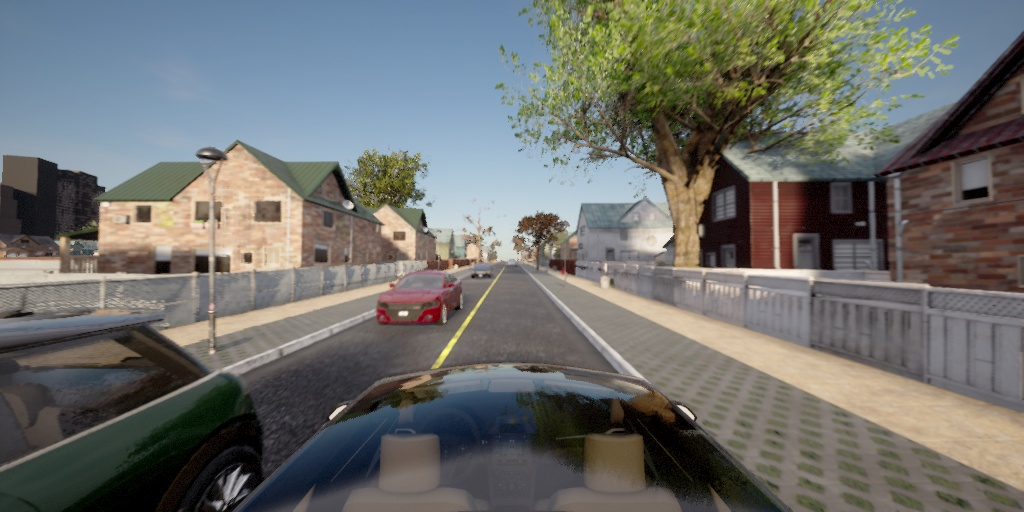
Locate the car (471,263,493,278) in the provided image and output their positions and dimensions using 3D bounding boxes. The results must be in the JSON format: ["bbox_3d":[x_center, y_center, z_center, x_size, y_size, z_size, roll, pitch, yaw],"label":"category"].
[{"bbox_3d":[-2.759,1.348,34.280,2.033,1.411,5.357,0,0,0],"label":"car"}]

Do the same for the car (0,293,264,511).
[{"bbox_3d":[-2.845,1.101,0.668,2.097,1.767,4.553,0,0,0],"label":"car"}]

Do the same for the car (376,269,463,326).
[{"bbox_3d":[-2.827,1.239,11.922,1.882,1.535,5.008,0,0,1],"label":"car"}]
